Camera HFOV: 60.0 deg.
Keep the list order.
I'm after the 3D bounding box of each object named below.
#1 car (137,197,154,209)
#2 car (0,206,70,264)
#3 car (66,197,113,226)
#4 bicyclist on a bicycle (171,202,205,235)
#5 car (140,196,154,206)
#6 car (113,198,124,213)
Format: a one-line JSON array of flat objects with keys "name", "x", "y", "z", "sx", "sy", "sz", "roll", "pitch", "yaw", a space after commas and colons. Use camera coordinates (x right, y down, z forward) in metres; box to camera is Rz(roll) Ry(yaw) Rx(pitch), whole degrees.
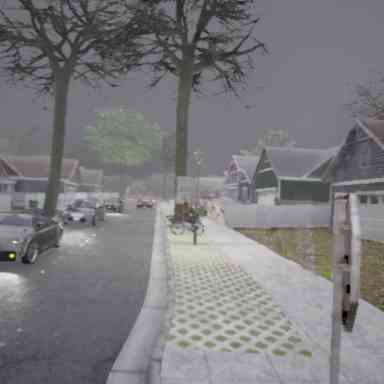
[{"name": "car", "x": -5.686, "y": 1.393, "z": 40.827, "sx": 1.895, "sy": 1.301, "sz": 4.718, "roll": 3, "pitch": 0, "yaw": -5}, {"name": "car", "x": -5.605, "y": 1.309, "z": 10.629, "sx": 1.994, "sy": 1.385, "sz": 4.181, "roll": 3, "pitch": 0, "yaw": -5}, {"name": "car", "x": -6.517, "y": 1.179, "z": 20.523, "sx": 2.128, "sy": 1.511, "sz": 4.902, "roll": 3, "pitch": 0, "yaw": -6}, {"name": "bicyclist on a bicycle", "x": -0.178, "y": 1.303, "z": 16.186, "sx": 1.656, "sy": 1.620, "sz": 0.582, "roll": 3, "pitch": 0, "yaw": -6}, {"name": "car", "x": -6.772, "y": 1.400, "z": 50.856, "sx": 1.895, "sy": 1.301, "sz": 4.718, "roll": 3, "pitch": 0, "yaw": -6}, {"name": "car", "x": -7.702, "y": 1.220, "z": 32.208, "sx": 1.994, "sy": 1.385, "sz": 4.181, "roll": 3, "pitch": 0, "yaw": -6}]
